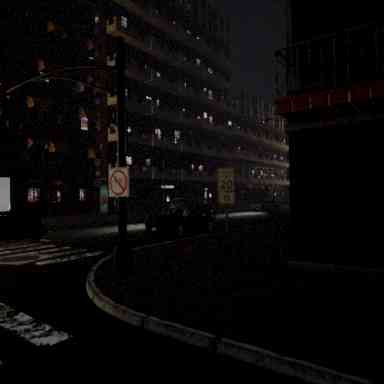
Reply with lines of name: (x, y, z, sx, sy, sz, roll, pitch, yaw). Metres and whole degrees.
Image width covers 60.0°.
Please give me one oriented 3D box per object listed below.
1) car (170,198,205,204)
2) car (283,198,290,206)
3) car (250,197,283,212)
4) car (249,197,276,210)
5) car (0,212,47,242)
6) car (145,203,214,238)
car: (-0.228, 1.468, 26.388, 2.128, 1.511, 4.902, -1, 0, 36)
car: (15.804, 1.496, 52.915, 1.752, 1.417, 4.829, -1, -1, 36)
car: (8.486, 1.549, 38.488, 1.895, 1.301, 4.718, -1, -1, 36)
car: (9.400, 1.431, 44.007, 1.967, 1.590, 4.097, -1, -1, 36)
car: (-8.676, 1.579, 14.634, 1.994, 1.385, 4.181, -1, -1, 36)
car: (-0.454, 1.435, 16.792, 2.008, 1.369, 4.403, -1, -1, 36)
